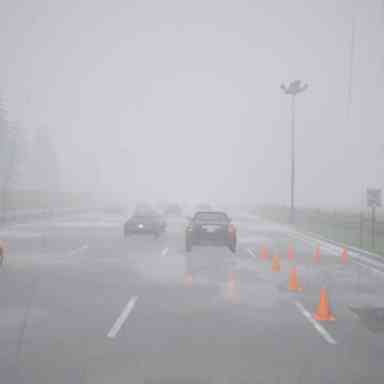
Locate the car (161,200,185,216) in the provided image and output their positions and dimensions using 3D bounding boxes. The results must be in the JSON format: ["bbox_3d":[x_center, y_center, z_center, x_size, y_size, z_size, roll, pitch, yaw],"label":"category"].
[{"bbox_3d":[-2.134,1.969,38.492,1.837,1.490,4.892,1,-1,1],"label":"car"}]

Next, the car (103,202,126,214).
[{"bbox_3d":[-9.107,1.913,39.693,1.994,1.385,4.181,1,-1,1],"label":"car"}]

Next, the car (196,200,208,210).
[{"bbox_3d":[1.797,2.286,59.175,1.882,1.535,5.008,1,-1,2],"label":"car"}]

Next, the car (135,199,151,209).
[{"bbox_3d":[-8.701,2.120,59.301,1.837,1.490,4.892,1,0,2],"label":"car"}]

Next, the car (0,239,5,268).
[{"bbox_3d":[-6.373,1.459,7.626,1.882,1.535,5.008,1,-1,1],"label":"car"}]

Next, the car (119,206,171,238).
[{"bbox_3d":[-2.596,1.768,19.222,1.994,1.385,4.181,1,-1,1],"label":"car"}]

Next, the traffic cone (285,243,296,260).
[{"bbox_3d":[3.643,2.186,12.308,0.340,0.580,0.340,1,-1,1],"label":"traffic cone"}]

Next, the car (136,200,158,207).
[{"bbox_3d":[-5.613,1.975,39.414,1.994,1.385,4.181,1,-1,1],"label":"car"}]

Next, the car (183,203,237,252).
[{"bbox_3d":[0.813,1.569,15.316,2.097,1.767,4.553,1,-1,1],"label":"car"}]

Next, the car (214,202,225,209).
[{"bbox_3d":[5.407,2.580,65.500,1.895,1.301,4.718,1,-1,1],"label":"car"}]

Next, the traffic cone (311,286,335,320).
[{"bbox_3d":[2.499,2.087,6.335,0.340,0.580,0.340,1,-1,1],"label":"traffic cone"}]

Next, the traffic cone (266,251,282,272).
[{"bbox_3d":[2.595,2.141,10.333,0.340,0.580,0.340,1,-1,1],"label":"traffic cone"}]

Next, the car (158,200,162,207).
[{"bbox_3d":[-5.201,2.187,59.330,1.837,1.490,4.892,1,0,2],"label":"car"}]

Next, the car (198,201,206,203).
[{"bbox_3d":[1.362,2.033,38.340,1.837,1.490,4.892,1,-1,1],"label":"car"}]

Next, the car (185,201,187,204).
[{"bbox_3d":[-1.717,2.265,58.918,1.812,1.442,4.674,1,-1,2],"label":"car"}]

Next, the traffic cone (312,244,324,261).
[{"bbox_3d":[4.642,2.205,12.284,0.340,0.580,0.340,1,-1,1],"label":"traffic cone"}]

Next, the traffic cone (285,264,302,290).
[{"bbox_3d":[2.547,2.114,8.334,0.340,0.580,0.340,1,-1,1],"label":"traffic cone"}]

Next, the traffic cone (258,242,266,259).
[{"bbox_3d":[2.643,2.168,12.332,0.340,0.580,0.340,1,-1,1],"label":"traffic cone"}]

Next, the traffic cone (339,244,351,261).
[{"bbox_3d":[5.642,2.223,12.260,0.340,0.580,0.340,1,-1,1],"label":"traffic cone"}]
